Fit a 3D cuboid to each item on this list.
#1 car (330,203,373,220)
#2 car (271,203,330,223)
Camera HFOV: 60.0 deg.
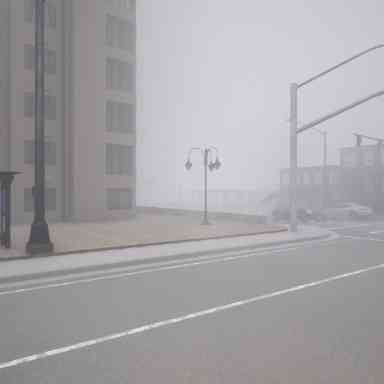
[{"bbox_3d":[13.459,1.739,29.448,1.812,1.442,4.674,0,-5,-36],"label":"car"},{"bbox_3d":[9.134,1.743,29.112,2.097,1.767,4.553,1,-5,-36],"label":"car"}]
